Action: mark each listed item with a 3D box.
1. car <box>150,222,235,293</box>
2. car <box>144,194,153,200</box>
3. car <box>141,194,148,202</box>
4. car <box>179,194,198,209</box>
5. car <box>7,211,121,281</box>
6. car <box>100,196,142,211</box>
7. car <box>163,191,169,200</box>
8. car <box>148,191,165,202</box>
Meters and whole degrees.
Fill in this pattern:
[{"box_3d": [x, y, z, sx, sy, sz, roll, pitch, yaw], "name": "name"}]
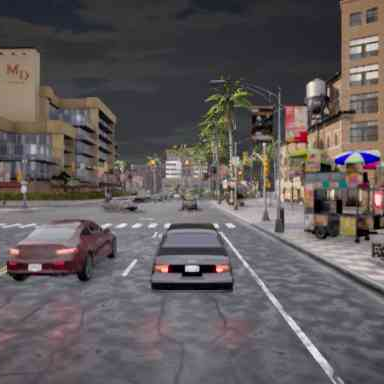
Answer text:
[{"box_3d": [-0.004, 1.534, 8.970, 2.033, 1.411, 5.357, 0, 0, 0], "name": "car"}, {"box_3d": [-11.299, 1.355, 86.305, 1.882, 1.535, 5.008, 0, 0, -1], "name": "car"}, {"box_3d": [-11.159, 1.493, 71.320, 1.895, 1.301, 4.718, 0, 0, -1], "name": "car"}, {"box_3d": [-0.304, 1.428, 44.149, 2.128, 1.511, 4.902, 0, 0, -1], "name": "car"}, {"box_3d": [-3.510, 1.512, 9.709, 1.812, 1.442, 4.674, 0, 0, 0], "name": "car"}, {"box_3d": [-8.384, 1.493, 37.913, 2.033, 1.411, 5.357, 0, 0, -45], "name": "car"}, {"box_3d": [-7.804, 1.101, 86.822, 2.150, 2.045, 5.566, 0, 0, -1], "name": "car"}, {"box_3d": [-7.659, 1.253, 71.367, 2.097, 1.767, 4.553, 0, 0, -1], "name": "car"}]
